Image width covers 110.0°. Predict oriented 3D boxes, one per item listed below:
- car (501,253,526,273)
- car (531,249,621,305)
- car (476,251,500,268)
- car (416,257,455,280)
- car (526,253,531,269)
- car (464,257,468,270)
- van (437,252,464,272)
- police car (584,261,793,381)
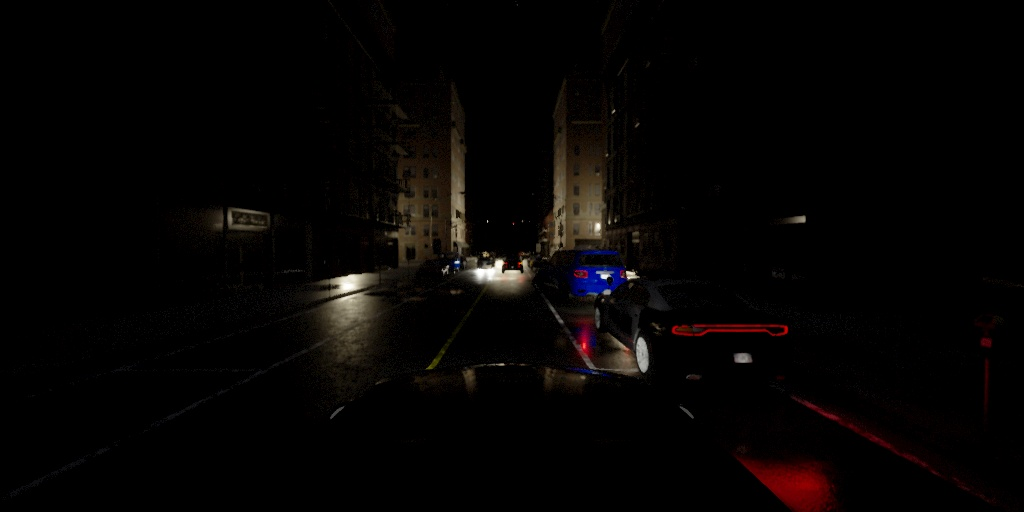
[{"bbox_3d":[0.059,0.721,31.540,1.812,1.442,4.674,0,1,0],"label":"car"},{"bbox_3d":[2.637,0.729,14.793,2.150,2.045,5.566,0,1,-11],"label":"car"},{"bbox_3d":[-2.804,0.534,39.786,2.128,1.511,4.902,0,1,1],"label":"car"},{"bbox_3d":[-5.399,0.899,24.966,1.802,1.307,4.207,0,0,0],"label":"car"},{"bbox_3d":[2.636,0.642,35.949,1.751,1.417,4.829,0,0,0],"label":"car"},{"bbox_3d":[-5.398,0.667,35.777,2.007,1.370,4.403,0,0,0],"label":"car"},{"bbox_3d":[-5.399,0.558,30.371,1.690,1.789,3.998,0,0,0],"label":"van"},{"bbox_3d":[3.006,1.072,7.249,1.930,1.638,5.238,0,1,0],"label":"police car"}]
